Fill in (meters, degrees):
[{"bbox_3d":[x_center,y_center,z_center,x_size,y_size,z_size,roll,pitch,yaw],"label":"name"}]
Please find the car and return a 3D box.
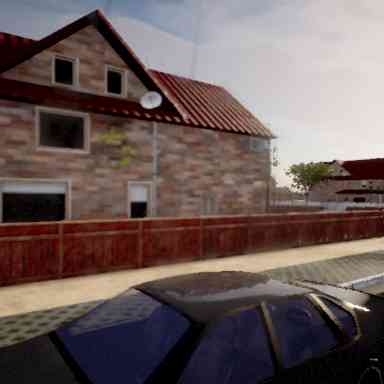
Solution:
[{"bbox_3d":[0.108,1.572,3.149,5.357,1.411,2.033,1,-1,-35],"label":"car"}]
